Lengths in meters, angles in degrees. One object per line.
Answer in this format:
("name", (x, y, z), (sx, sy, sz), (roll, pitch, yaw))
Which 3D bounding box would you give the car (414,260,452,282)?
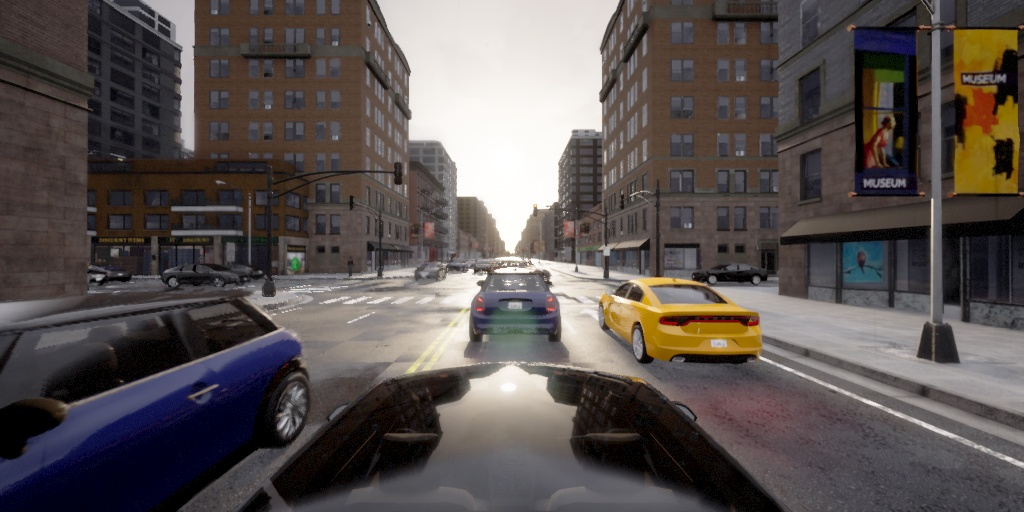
("car", (-6.638, 1.256, 29.540), (2.128, 1.511, 4.902), (0, 0, 0))

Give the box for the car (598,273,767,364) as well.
("car", (3.317, 1.227, 8.133), (1.882, 1.535, 5.008), (0, 0, 1))

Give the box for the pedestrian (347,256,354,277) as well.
("pedestrian", (-14.182, 0.917, 31.452), (0.375, 1.860, 0.375), (0, 0, 0))

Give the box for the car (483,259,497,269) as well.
("car", (-3.415, 1.217, 57.070), (1.882, 1.535, 5.008), (0, 0, 0))

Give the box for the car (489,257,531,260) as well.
("car", (0.763, 1.104, 26.811), (2.097, 1.767, 4.553), (0, 0, -45))

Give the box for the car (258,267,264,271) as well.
("car", (-22.161, 1.328, 28.605), (4.313, 1.339, 1.948), (0, 0, 0))

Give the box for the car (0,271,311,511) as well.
("car", (-3.350, 1.101, 2.189), (2.097, 1.767, 4.553), (0, 0, 0))

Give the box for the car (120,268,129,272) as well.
("car", (-30.509, 1.314, 26.098), (4.181, 1.385, 1.994), (0, 0, 0))

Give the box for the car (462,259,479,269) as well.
("car", (-6.661, 1.226, 58.285), (2.128, 1.511, 4.902), (0, 1, 0))

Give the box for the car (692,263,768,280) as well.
("car", (15.849, 1.266, 26.282), (5.008, 1.535, 1.882), (0, 0, 1))

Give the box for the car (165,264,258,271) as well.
("car", (-19.613, 1.247, 23.110), (4.892, 1.490, 1.837), (0, 0, 0))

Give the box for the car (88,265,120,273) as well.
("car", (-29.101, 1.230, 23.146), (4.902, 1.511, 2.128), (0, 0, 0))

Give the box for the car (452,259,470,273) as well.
("car", (-6.655, 1.096, 43.653), (2.097, 1.767, 4.553), (0, 0, 0))

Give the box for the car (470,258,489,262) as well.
("car", (-3.403, 1.251, 41.852), (1.837, 1.490, 4.892), (0, 0, 0))

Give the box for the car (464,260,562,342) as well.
("car", (0.079, 1.102, 9.935), (2.097, 1.767, 4.553), (0, 0, 0))
